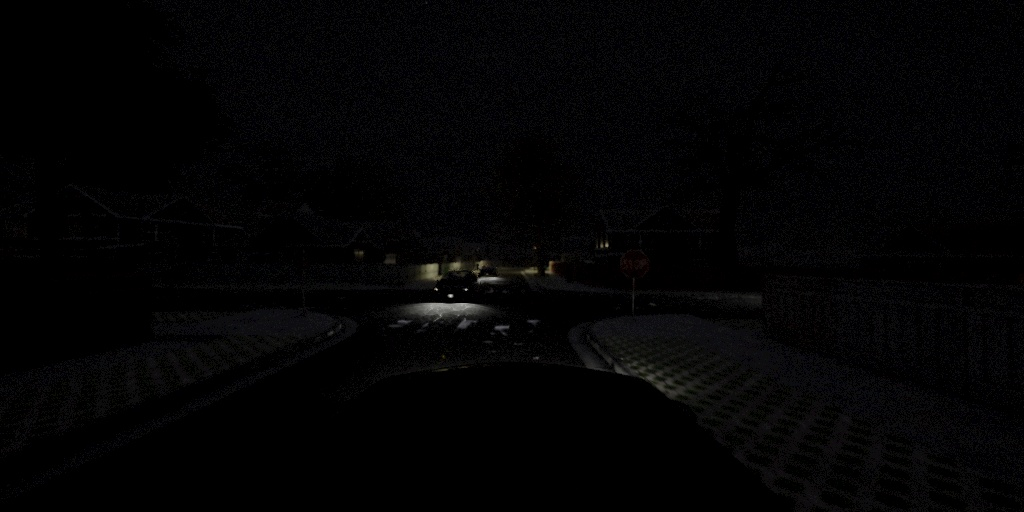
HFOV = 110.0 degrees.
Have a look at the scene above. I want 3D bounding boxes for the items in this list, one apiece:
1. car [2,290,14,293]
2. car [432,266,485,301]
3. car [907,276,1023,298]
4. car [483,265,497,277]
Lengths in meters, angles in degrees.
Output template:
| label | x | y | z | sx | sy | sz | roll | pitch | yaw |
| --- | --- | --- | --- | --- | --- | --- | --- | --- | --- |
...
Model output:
| label | x | y | z | sx | sy | sz | roll | pitch | yaw |
| --- | --- | --- | --- | --- | --- | --- | --- | --- | --- |
| car | -23.971 | 1.175 | 15.099 | 5.008 | 1.535 | 1.882 | 0 | 0 | 1 |
| car | -2.771 | 1.453 | 18.855 | 2.033 | 1.411 | 5.357 | 1 | -1 | 0 |
| car | 22.380 | 1.742 | 17.587 | 4.902 | 1.511 | 2.128 | 1 | 0 | 1 |
| car | -2.779 | 1.735 | 42.224 | 1.895 | 1.301 | 4.718 | 0 | 0 | 0 |
